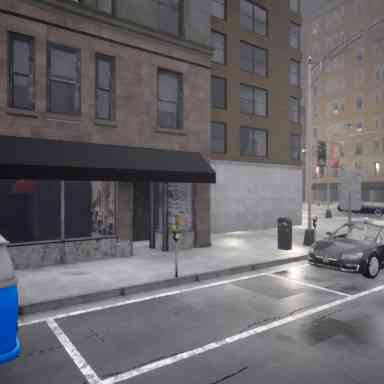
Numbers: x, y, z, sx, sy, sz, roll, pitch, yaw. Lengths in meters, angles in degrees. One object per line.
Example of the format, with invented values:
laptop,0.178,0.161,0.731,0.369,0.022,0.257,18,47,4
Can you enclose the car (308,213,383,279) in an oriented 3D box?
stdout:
car,5.274,1.550,9.965,4.403,1.369,2.008,0,0,-36

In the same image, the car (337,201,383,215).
car,16.219,1.529,31.040,1.895,1.301,4.718,0,0,-36

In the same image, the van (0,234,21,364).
van,-3.937,1.341,3.379,3.998,1.788,1.690,0,0,-36
